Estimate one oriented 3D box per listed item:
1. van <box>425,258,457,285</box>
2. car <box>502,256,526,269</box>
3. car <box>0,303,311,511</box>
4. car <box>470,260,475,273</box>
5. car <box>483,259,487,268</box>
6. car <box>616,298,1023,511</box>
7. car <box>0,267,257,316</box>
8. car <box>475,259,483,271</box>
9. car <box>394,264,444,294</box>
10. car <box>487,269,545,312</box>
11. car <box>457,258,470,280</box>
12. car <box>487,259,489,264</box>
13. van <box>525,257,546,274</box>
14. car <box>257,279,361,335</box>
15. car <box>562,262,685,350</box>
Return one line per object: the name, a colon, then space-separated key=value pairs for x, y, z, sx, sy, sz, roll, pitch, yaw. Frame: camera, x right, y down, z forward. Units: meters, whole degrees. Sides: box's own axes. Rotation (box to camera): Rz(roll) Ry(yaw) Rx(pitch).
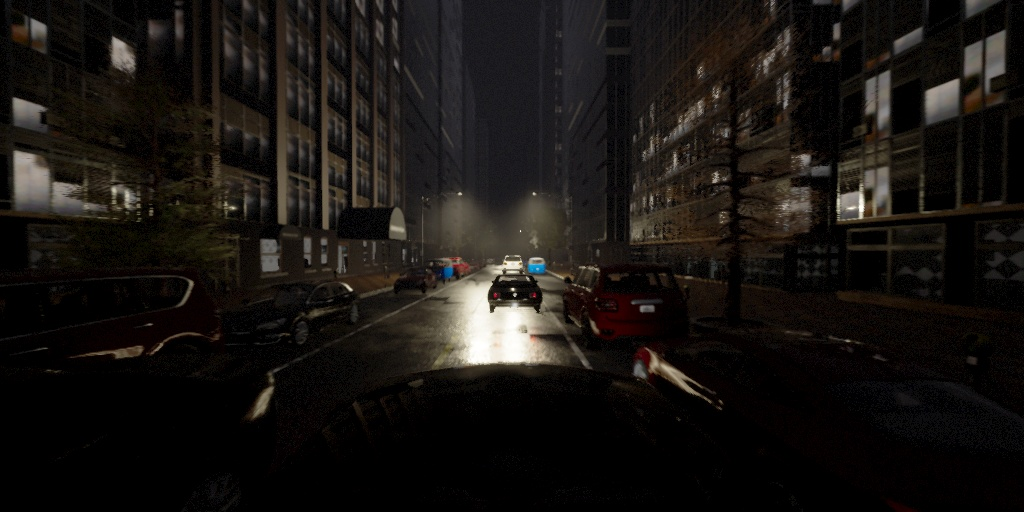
van: x=-5.321 y=1.088 z=25.971 sx=1.690 sy=1.789 sz=3.998 roll=0 pitch=0 yaw=0
car: x=0.092 y=0.969 z=39.850 sx=2.150 sy=2.045 sz=5.566 roll=0 pitch=0 yaw=0
car: x=-2.829 y=1.228 z=0.807 sx=1.882 sy=1.535 sz=5.008 roll=0 pitch=0 yaw=0
car: x=-5.324 y=1.293 z=37.268 sx=1.888 sy=1.381 sz=4.507 roll=0 pitch=0 yaw=0
car: x=-5.330 y=1.295 z=54.215 sx=1.888 sy=1.381 sz=4.507 roll=0 pitch=0 yaw=0
car: x=2.531 y=1.332 z=3.408 sx=1.802 sy=1.307 sz=4.207 roll=0 pitch=0 yaw=0
car: x=-5.316 y=1.064 z=3.377 sx=2.192 sy=1.841 sz=5.009 roll=0 pitch=0 yaw=0
car: x=-5.326 y=1.331 z=48.565 sx=1.802 sy=1.307 sz=4.207 roll=0 pitch=0 yaw=0
car: x=-5.320 y=1.330 z=20.323 sx=1.802 sy=1.307 sz=4.207 roll=0 pitch=0 yaw=0
car: x=0.097 y=1.349 z=14.270 sx=1.895 sy=1.301 sz=4.718 roll=0 pitch=0 yaw=0
car: x=-5.322 y=1.062 z=31.620 sx=2.192 sy=1.841 sz=5.009 roll=0 pitch=0 yaw=0
car: x=-5.328 y=1.191 z=59.863 sx=1.967 sy=1.591 sz=4.097 roll=0 pitch=0 yaw=0
van: x=2.557 y=1.089 z=37.300 sx=1.690 sy=1.789 sz=3.998 roll=0 pitch=0 yaw=0
car: x=-5.318 y=1.299 z=9.026 sx=2.007 sy=1.370 sz=4.403 roll=0 pitch=0 yaw=0
car: x=2.530 y=1.063 z=9.057 sx=2.192 sy=1.841 sz=5.009 roll=0 pitch=0 yaw=0
